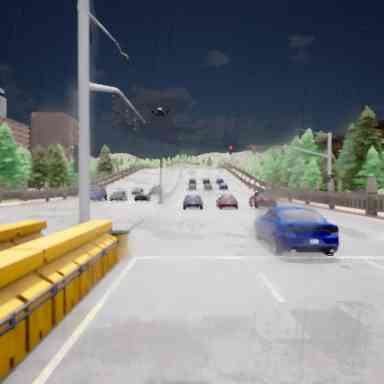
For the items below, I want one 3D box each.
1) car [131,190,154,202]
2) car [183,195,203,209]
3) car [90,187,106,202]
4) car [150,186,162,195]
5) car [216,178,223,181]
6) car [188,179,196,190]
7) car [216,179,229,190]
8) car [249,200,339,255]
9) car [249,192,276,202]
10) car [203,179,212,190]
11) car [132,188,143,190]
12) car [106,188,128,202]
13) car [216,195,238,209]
[{"bbox_3d":[-7.072,0.750,47.660,1.895,1.301,4.718,0,1,0],"label":"car"},{"bbox_3d":[0.103,0.952,34.548,1.994,1.385,4.181,0,1,0],"label":"car"},{"bbox_3d":[-14.061,0.342,49.048,2.150,2.045,5.566,0,1,1],"label":"car"},{"bbox_3d":[-6.973,-0.371,64.474,2.097,1.767,4.553,0,5,1],"label":"car"},{"bbox_3d":[7.153,-2.883,84.727,1.837,1.490,4.892,0,8,0],"label":"car"},{"bbox_3d":[0.094,-1.279,74.369,2.033,1.411,5.357,0,8,0],"label":"car"},{"bbox_3d":[7.096,-1.390,74.734,1.882,1.535,5.008,0,8,0],"label":"car"},{"bbox_3d":[3.595,1.259,12.227,1.882,1.535,5.008,0,1,0],"label":"car"},{"bbox_3d":[7.102,0.754,33.748,2.097,1.767,4.553,0,1,0],"label":"car"},{"bbox_3d":[3.594,-1.279,74.349,2.033,1.411,5.357,0,8,0],"label":"car"},{"bbox_3d":[-10.475,-0.134,64.206,1.994,1.385,4.181,0,5,1],"label":"car"},{"bbox_3d":[-10.569,0.647,48.063,1.837,1.490,4.892,0,1,0],"label":"car"},{"bbox_3d":[3.603,0.950,34.684,1.994,1.385,4.181,0,1,0],"label":"car"}]
